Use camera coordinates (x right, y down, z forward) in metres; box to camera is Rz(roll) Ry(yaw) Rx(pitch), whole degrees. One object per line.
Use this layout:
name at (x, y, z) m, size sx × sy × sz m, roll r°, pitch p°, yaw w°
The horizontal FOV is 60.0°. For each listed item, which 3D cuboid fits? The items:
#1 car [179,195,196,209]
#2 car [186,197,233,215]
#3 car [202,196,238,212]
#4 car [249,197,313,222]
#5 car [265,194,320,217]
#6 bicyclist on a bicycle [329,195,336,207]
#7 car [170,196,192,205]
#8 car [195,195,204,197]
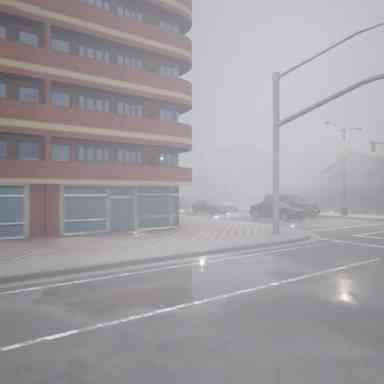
car at (-1.927, 1.503, 45.990) m, size 1.837 × 1.490 × 4.892 m, roll 0°, pitch 1°, yaw -34°
car at (1.744, 1.526, 34.491) m, size 1.812 × 1.442 × 4.674 m, roll 0°, pitch 0°, yaw -35°
car at (3.315, 1.526, 38.390) m, size 1.812 × 1.442 × 4.674 m, roll 0°, pitch 0°, yaw -35°
car at (6.867, 1.478, 27.014) m, size 1.882 × 1.535 × 5.008 m, roll 0°, pitch 0°, yaw -34°
car at (8.854, 1.221, 30.344) m, size 2.150 × 2.045 × 5.566 m, roll 0°, pitch 0°, yaw -34°
bicyclist on a bicycle at (19.354, 1.301, 45.898) m, size 1.656 × 1.620 × 0.582 m, roll 0°, pitch 0°, yaw -35°
car at (-2.064, 1.526, 60.548) m, size 1.812 × 1.442 × 4.674 m, roll 0°, pitch 0°, yaw -34°
car at (0.787, 1.352, 62.494) m, size 2.097 × 1.767 × 4.553 m, roll 0°, pitch 0°, yaw -35°
